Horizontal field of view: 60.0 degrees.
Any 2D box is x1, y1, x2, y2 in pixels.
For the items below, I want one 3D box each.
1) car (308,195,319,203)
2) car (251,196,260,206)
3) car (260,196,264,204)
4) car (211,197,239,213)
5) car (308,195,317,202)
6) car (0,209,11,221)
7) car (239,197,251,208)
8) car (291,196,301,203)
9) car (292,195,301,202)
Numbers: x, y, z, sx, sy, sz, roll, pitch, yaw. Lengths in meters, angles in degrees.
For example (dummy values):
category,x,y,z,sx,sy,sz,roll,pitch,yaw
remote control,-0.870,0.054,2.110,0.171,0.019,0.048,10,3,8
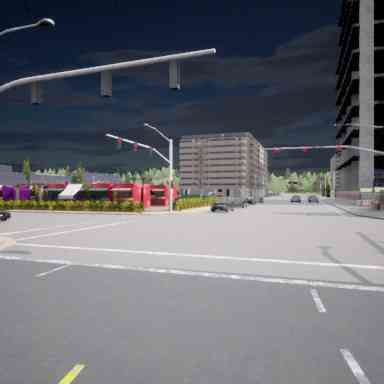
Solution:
category,x,y,z,sx,sy,sz,roll,pitch,yaw
car,24.808,1.541,67.844,2.033,1.411,5.357,0,0,19
car,9.793,1.601,56.461,1.895,1.301,4.718,0,0,19
car,13.046,1.491,65.950,2.128,1.511,4.902,0,0,19
car,3.648,1.547,38.298,2.033,1.411,5.357,0,0,19
car,28.108,1.524,77.696,1.812,1.442,4.674,0,0,19
car,-16.445,1.619,26.162,4.181,1.385,1.994,0,0,19
car,6.769,1.505,47.527,1.837,1.490,4.892,0,0,18
car,21.599,1.555,69.282,1.994,1.385,4.181,0,0,19
car,24.686,1.540,78.503,2.033,1.411,5.357,0,0,19
